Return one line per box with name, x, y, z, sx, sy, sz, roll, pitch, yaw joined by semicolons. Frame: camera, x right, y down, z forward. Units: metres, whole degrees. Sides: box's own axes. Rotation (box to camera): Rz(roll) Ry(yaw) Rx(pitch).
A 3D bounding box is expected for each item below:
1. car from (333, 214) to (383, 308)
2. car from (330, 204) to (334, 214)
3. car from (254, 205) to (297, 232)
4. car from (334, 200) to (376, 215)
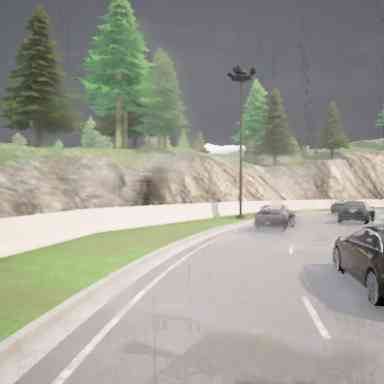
car;4.734;1.532;7.829;2.128;1.511;4.902;0;0;10
car;16.509;1.633;35.427;4.902;1.511;2.128;0;0;-43
car;5.264;1.537;20.650;2.128;1.511;4.902;0;0;26
car;12.907;1.463;25.927;2.097;1.767;4.553;1;0;35
